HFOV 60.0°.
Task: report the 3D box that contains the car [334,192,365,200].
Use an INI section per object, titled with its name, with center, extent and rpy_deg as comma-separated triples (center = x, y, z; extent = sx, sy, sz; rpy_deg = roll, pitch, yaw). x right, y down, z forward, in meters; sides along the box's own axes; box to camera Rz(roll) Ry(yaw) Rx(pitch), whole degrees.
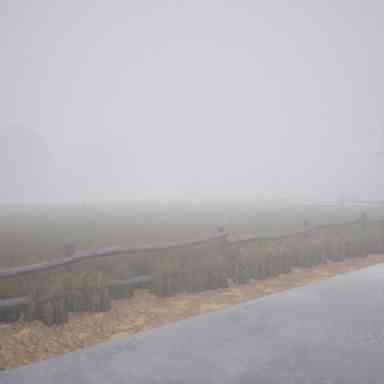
[car]
center = 33.584, 0.901, 70.979
extent = 2.242, 1.667, 4.611
rpy_deg = -1, 0, -37
